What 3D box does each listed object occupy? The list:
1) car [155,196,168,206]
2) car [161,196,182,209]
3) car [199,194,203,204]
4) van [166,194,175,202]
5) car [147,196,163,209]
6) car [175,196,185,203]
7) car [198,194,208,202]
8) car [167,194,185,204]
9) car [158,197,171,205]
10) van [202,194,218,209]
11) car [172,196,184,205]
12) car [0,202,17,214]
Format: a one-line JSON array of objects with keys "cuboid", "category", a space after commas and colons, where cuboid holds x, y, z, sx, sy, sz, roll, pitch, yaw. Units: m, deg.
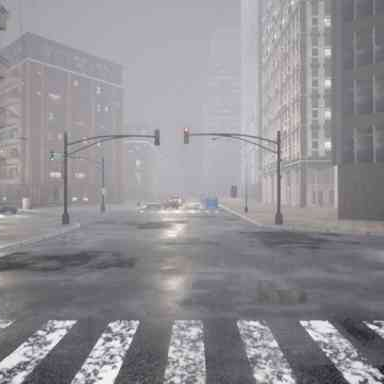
[{"cuboid": [-5.178, 1.506, 57.063, 1.967, 1.590, 4.097, 0, 0, 0], "category": "car"}, {"cuboid": [-2.723, 1.642, 45.086, 1.895, 1.301, 4.718, 0, 0, 0], "category": "car"}, {"cuboid": [2.728, 1.640, 68.148, 1.887, 1.381, 4.507, 0, 0, 0], "category": "car"}, {"cuboid": [-5.126, 1.469, 79.271, 1.690, 1.788, 3.998, 0, 0, 0], "category": "van"}, {"cuboid": [-5.204, 1.567, 45.787, 1.752, 1.417, 4.829, 0, 0, 0], "category": "car"}, {"cuboid": [-2.576, 1.664, 73.934, 1.994, 1.385, 4.181, 0, 0, 0], "category": "car"}, {"cuboid": [2.766, 1.462, 84.807, 2.192, 1.841, 5.009, 0, 0, 0], "category": "car"}, {"cuboid": [-2.696, 1.412, 54.212, 2.097, 1.767, 4.553, 0, 0, 1], "category": "car"}, {"cuboid": [-5.165, 1.646, 62.615, 1.947, 1.339, 4.313, 0, 0, 0], "category": "car"}, {"cuboid": [2.677, 1.383, 45.939, 1.690, 1.788, 3.998, 0, 0, 0], "category": "van"}, {"cuboid": [-2.646, 1.576, 64.052, 2.128, 1.511, 4.902, 0, 0, 1], "category": "car"}, {"cuboid": [-21.060, 1.787, 36.666, 4.718, 1.301, 1.895, -1, -1, 41], "category": "car"}]
